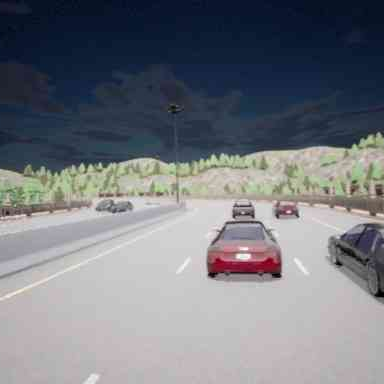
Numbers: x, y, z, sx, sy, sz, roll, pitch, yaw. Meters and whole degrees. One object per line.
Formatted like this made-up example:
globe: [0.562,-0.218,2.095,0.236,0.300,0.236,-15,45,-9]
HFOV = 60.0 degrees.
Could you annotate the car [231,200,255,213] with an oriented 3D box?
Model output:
car: [4.392,1.453,28.554,2.128,1.511,4.902,-2,0,8]

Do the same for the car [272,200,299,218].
car: [7.883,1.386,28.237,1.812,1.442,4.674,-2,0,8]

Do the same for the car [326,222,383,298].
car: [4.778,1.435,8.007,2.033,1.411,5.357,-2,0,9]

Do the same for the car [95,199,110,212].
car: [-11.851,1.832,45.997,2.097,1.767,4.553,-2,0,0]

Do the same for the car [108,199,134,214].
car: [-8.512,1.876,41.299,1.837,1.490,4.892,-2,0,3]

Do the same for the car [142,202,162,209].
car: [-4.963,1.870,41.541,1.895,1.301,4.718,-2,0,3]

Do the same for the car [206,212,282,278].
car: [1.572,1.550,10.168,1.994,1.385,4.181,-2,0,9]
